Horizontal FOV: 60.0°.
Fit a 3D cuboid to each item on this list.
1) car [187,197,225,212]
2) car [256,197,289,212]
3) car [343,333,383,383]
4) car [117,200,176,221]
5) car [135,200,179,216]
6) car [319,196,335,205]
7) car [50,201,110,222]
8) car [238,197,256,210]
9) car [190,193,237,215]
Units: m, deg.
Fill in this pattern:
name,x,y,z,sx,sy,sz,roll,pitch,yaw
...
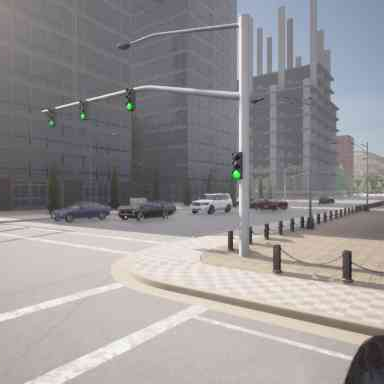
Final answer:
name,x,y,z,sx,sy,sz,roll,pitch,yaw
car,1.736,1.436,39.822,2.128,1.511,4.902,0,0,36
car,9.567,1.422,38.381,1.882,1.535,5.008,0,0,36
car,3.017,1.564,1.816,4.181,1.385,1.994,0,0,36
car,-3.615,1.545,26.417,1.895,1.301,4.718,0,0,36
car,-3.404,1.508,32.695,1.994,1.385,4.181,0,0,36
car,23.330,1.444,57.495,1.837,1.490,4.892,0,-1,36
car,-8.485,1.470,25.659,1.812,1.442,4.674,0,0,38
car,8.196,1.422,42.784,1.882,1.535,5.008,0,0,36
car,2.094,1.166,34.332,2.150,2.045,5.566,0,0,36
